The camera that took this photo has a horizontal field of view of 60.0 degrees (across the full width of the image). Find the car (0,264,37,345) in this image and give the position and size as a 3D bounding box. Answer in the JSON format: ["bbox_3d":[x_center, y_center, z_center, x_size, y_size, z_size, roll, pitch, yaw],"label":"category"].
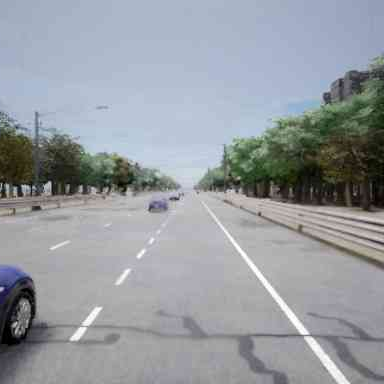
[{"bbox_3d":[-3.503,1.315,3.422,2.097,1.767,4.553,0,1,0],"label":"car"}]

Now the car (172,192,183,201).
[{"bbox_3d":[-3.333,0.987,64.189,1.895,1.301,4.718,0,1,0],"label":"car"}]

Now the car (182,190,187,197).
[{"bbox_3d":[-3.194,0.638,94.380,2.033,1.411,5.357,0,1,0],"label":"car"}]

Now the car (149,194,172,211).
[{"bbox_3d":[-3.455,1.187,35.005,1.812,1.442,4.674,0,1,0],"label":"car"}]
